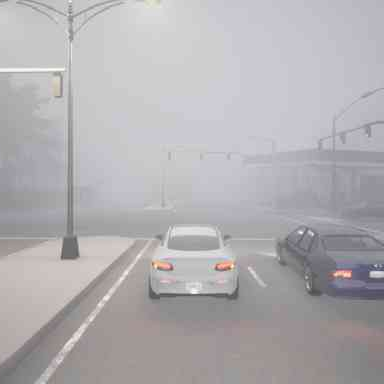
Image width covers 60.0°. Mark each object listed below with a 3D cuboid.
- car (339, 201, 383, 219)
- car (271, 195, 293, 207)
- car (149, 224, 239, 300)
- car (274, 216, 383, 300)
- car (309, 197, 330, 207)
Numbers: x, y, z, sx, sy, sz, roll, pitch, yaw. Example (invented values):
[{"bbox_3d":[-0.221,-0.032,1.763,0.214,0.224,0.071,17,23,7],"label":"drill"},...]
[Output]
[{"bbox_3d":[14.749,1.522,27.755,4.674,1.442,1.812,0,0,-1],"label":"car"},{"bbox_3d":[12.891,1.261,47.890,2.242,1.667,4.611,0,0,0],"label":"car"},{"bbox_3d":[0.032,1.516,8.260,1.812,1.442,4.674,0,0,0],"label":"car"},{"bbox_3d":[3.511,1.545,8.567,2.033,1.411,5.357,0,0,3],"label":"car"},{"bbox_3d":[18.630,1.433,48.691,1.970,1.475,3.806,0,0,0],"label":"car"}]
